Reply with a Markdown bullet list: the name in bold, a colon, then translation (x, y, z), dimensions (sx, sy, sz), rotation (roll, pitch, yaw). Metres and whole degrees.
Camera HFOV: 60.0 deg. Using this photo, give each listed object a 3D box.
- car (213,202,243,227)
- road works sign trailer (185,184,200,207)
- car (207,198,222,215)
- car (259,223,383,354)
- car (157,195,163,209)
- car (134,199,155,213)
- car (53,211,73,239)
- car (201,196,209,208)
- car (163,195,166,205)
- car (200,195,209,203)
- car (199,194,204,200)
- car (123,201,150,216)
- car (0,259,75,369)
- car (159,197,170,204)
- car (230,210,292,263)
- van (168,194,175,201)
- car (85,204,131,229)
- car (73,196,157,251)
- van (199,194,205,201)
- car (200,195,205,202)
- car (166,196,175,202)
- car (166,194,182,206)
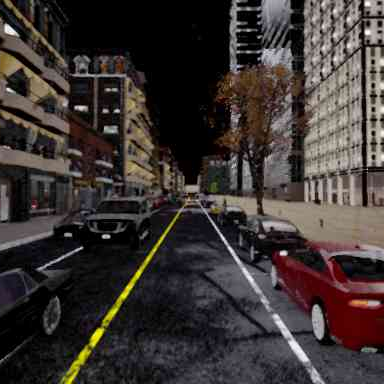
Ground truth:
- **car**: translation (2.751, 1.603, 22.933), dimensions (2.008, 1.369, 4.403), rotation (1, 0, 0)
- **road works sign trailer**: translation (0.081, 0.557, 53.048), dimensions (2.380, 3.560, 2.880), rotation (-1, 0, 0)
- **car**: translation (2.777, 1.603, 34.243), dimensions (1.752, 1.417, 4.829), rotation (1, 0, 0)
- **car**: translation (2.713, 1.561, 6.224), dimensions (1.887, 1.381, 4.507), rotation (1, 0, 0)
- **car**: translation (-5.574, 1.409, 45.233), dimensions (2.192, 1.841, 5.009), rotation (1, 0, 0)
- **car**: translation (-5.591, 1.606, 39.492), dimensions (1.752, 1.417, 4.829), rotation (1, 0, 0)
- **car**: translation (-5.642, 1.596, 17.384), dimensions (1.947, 1.339, 4.313), rotation (1, 0, 0)
- **car**: translation (2.814, 1.668, 50.782), dimensions (2.008, 1.369, 4.403), rotation (1, 0, 0)
- **car**: translation (-5.537, 1.450, 61.941), dimensions (2.192, 1.841, 5.009), rotation (1, 0, 0)
- **car**: translation (2.879, 1.626, 78.630), dimensions (1.967, 1.590, 4.097), rotation (1, 0, 0)
- **car**: translation (2.853, 1.598, 67.490), dimensions (1.967, 1.590, 4.097), rotation (1, 0, 0)
- **car**: translation (-5.604, 1.634, 34.093), dimensions (1.947, 1.339, 4.313), rotation (1, 0, 0)
- **car**: translation (-3.093, 1.606, 3.898), dimensions (1.895, 1.301, 4.718), rotation (0, 0, 0)
- **car**: translation (-5.529, 1.693, 67.510), dimensions (1.887, 1.381, 4.507), rotation (1, 0, 0)
- **car**: translation (2.726, 1.579, 11.794), dimensions (2.008, 1.369, 4.403), rotation (1, 0, 0)
- **van**: translation (-5.474, 1.547, 89.790), dimensions (1.690, 1.788, 3.998), rotation (1, 0, 0)
- **car**: translation (-5.629, 1.594, 22.954), dimensions (2.008, 1.369, 4.403), rotation (1, 0, 0)
- **car**: translation (-3.058, 1.249, 14.654), dimensions (2.150, 2.045, 5.566), rotation (0, 0, 0)
- **van**: translation (2.918, 1.571, 95.340), dimensions (1.690, 1.788, 3.998), rotation (1, 0, 0)
- **car**: translation (2.827, 1.681, 56.350), dimensions (2.008, 1.369, 4.403), rotation (1, 0, 0)
- **car**: translation (-5.491, 1.742, 84.219), dimensions (2.008, 1.369, 4.403), rotation (1, 0, 0)
- **car**: translation (-2.914, 1.346, 58.654), dimensions (2.150, 2.045, 5.566), rotation (0, 0, 1)
